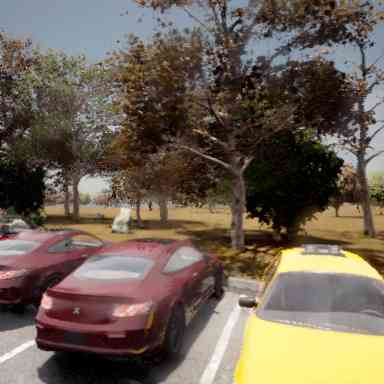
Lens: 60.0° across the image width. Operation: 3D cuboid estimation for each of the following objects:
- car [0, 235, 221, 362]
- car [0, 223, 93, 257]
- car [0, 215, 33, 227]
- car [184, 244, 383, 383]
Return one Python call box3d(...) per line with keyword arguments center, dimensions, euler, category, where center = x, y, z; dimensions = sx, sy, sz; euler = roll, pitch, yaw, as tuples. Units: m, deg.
box3d(center=(-0.712, 1.553, 6.043), dimensions=(2.002, 1.452, 4.674), euler=(0, -1, 16), category="car")
box3d(center=(-3.100, 1.571, 7.794), dimensions=(2.002, 1.452, 4.674), euler=(0, -1, 17), category="car")
box3d(center=(-5.485, 1.423, 9.536), dimensions=(2.185, 1.767, 4.553), euler=(0, -1, 17), category="car")
box3d(center=(1.642, 1.488, 4.129), dimensions=(1.946, 1.575, 5.366), euler=(0, -1, 16), category="car")
